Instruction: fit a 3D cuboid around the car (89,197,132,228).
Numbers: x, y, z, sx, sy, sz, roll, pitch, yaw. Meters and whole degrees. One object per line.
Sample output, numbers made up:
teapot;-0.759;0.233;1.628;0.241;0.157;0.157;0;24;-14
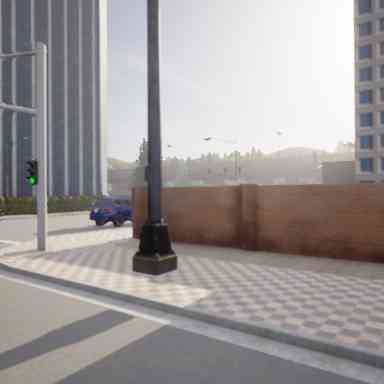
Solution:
car;-4.859;1.380;24.368;2.150;2.045;5.566;-1;-1;35
